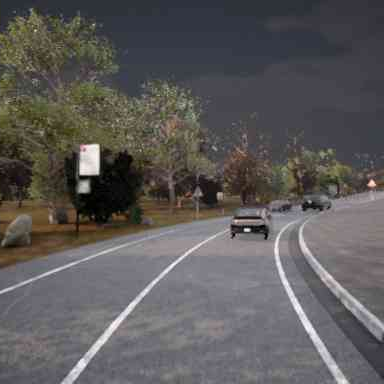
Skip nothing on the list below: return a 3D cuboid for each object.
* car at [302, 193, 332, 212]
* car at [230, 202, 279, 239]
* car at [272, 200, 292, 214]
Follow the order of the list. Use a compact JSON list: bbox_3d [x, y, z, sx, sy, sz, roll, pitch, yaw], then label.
[{"bbox_3d":[14.430,1.139,38.388,2.150,2.045,5.566,-4,-1,36],"label":"car"},{"bbox_3d":[3.251,1.543,17.667,2.128,1.511,4.902,-1,-1,17],"label":"car"},{"bbox_3d":[9.954,1.655,38.057,1.837,1.490,4.892,-4,-1,35],"label":"car"}]
